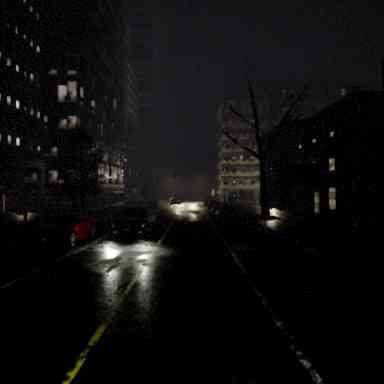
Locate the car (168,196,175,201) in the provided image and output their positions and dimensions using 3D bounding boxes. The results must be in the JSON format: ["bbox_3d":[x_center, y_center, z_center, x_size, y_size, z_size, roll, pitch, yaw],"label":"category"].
[{"bbox_3d":[-5.644,1.823,92.300,1.752,1.417,4.829,-1,0,0],"label":"car"}]

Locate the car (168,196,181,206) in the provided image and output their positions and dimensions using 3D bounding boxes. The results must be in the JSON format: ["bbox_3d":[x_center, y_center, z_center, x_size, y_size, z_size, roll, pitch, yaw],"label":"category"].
[{"bbox_3d":[-2.961,1.811,61.625,2.033,1.411,5.357,0,0,0],"label":"car"}]

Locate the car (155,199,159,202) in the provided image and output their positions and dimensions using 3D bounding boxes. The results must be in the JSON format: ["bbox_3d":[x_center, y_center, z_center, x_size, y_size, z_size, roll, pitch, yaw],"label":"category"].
[{"bbox_3d":[-5.800,1.699,48.928,1.887,1.381,4.507,-1,0,0],"label":"car"}]

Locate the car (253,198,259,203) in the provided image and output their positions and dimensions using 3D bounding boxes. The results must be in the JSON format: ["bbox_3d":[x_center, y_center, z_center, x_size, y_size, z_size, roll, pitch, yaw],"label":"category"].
[{"bbox_3d":[16.364,1.879,77.634,4.403,1.369,2.008,0,0,1],"label":"car"}]

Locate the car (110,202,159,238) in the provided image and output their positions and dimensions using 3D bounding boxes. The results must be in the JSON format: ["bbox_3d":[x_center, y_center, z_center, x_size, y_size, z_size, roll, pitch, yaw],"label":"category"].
[{"bbox_3d":[-3.088,1.535,18.229,1.882,1.535,5.008,0,0,0],"label":"car"}]

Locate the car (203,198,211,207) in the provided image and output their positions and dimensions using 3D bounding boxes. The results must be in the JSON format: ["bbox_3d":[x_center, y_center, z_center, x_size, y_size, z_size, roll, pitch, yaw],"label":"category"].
[{"bbox_3d":[2.835,1.686,43.221,2.008,1.369,4.403,-1,0,0],"label":"car"}]

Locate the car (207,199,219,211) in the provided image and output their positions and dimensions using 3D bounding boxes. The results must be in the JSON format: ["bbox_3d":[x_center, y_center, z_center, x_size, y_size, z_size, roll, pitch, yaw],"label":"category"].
[{"bbox_3d":[2.766,1.644,31.933,1.887,1.381,4.507,-1,0,0],"label":"car"}]

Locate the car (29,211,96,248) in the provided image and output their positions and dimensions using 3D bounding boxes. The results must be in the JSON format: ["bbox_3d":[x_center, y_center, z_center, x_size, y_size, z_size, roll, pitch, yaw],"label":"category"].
[{"bbox_3d":[-5.692,1.592,15.064,1.887,1.381,4.507,-1,0,0],"label":"car"}]

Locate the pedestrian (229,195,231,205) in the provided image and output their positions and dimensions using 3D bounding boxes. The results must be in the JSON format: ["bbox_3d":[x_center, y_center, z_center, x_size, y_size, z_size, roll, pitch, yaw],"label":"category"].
[{"bbox_3d":[7.175,1.507,62.832,0.375,1.860,0.375,-1,1,0],"label":"pedestrian"}]

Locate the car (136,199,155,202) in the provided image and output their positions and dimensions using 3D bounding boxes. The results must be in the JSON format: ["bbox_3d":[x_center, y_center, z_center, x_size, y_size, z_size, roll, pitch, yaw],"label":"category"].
[{"bbox_3d":[-5.781,1.669,37.639,2.008,1.369,4.403,-1,0,0],"label":"car"}]

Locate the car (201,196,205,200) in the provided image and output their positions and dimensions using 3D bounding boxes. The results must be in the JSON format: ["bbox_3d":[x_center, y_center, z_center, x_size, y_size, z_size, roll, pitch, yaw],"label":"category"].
[{"bbox_3d":[2.842,1.698,54.680,1.752,1.417,4.829,-1,0,0],"label":"car"}]

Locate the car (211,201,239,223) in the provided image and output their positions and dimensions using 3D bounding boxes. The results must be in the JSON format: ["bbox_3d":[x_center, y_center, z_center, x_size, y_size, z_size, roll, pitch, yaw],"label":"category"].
[{"bbox_3d":[2.729,1.664,26.288,1.802,1.307,4.206,-1,0,0],"label":"car"}]
